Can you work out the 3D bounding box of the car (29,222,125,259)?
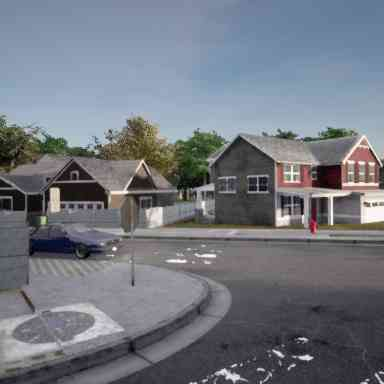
[{"bbox_3d":[-5.760,2.086,15.010,5.357,1.411,2.033,-2,0,21],"label":"car"}]
